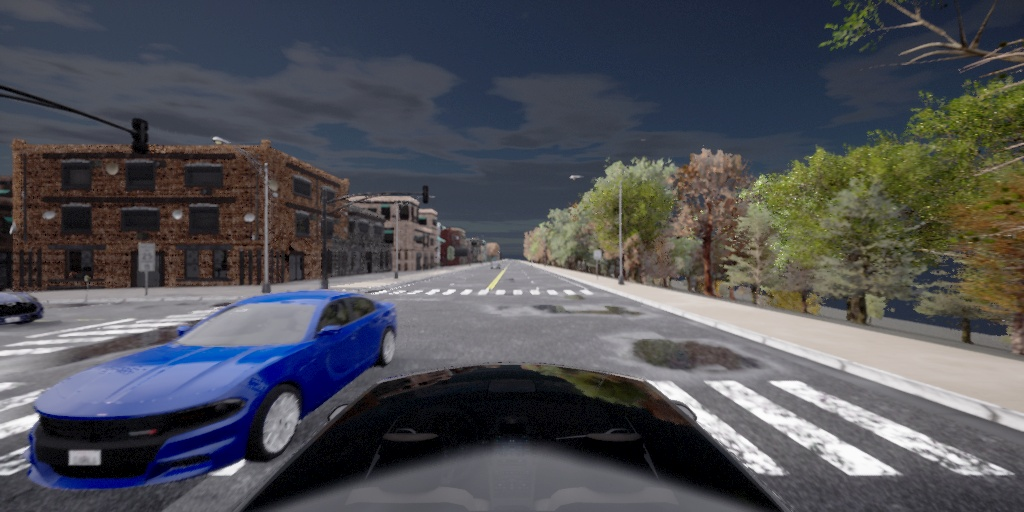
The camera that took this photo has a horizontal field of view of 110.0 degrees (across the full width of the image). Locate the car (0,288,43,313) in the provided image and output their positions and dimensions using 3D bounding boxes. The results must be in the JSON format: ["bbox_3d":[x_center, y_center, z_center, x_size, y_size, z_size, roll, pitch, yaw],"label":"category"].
[{"bbox_3d":[-18.249,1.490,11.466,4.553,1.767,2.097,-1,0,-1],"label":"car"}]

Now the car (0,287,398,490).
[{"bbox_3d":[-3.221,1.279,5.214,1.882,1.535,5.008,0,-1,0],"label":"car"}]

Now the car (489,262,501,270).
[{"bbox_3d":[-3.029,1.838,64.930,2.128,1.511,4.902,0,0,0],"label":"car"}]
